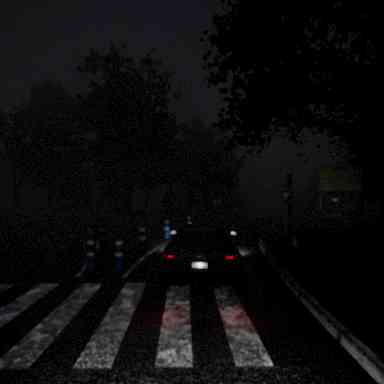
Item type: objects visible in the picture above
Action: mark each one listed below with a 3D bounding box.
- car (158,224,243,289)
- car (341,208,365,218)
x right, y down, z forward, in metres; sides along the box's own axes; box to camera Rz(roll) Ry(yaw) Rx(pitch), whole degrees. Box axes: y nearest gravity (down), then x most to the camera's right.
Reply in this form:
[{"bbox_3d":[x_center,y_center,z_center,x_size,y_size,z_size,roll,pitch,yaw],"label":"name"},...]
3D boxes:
[{"bbox_3d":[0.297,1.566,9.199,1.994,1.385,4.181,0,0,4],"label":"car"},{"bbox_3d":[22.343,2.942,46.434,1.895,1.301,4.718,0,-3,7],"label":"car"}]
